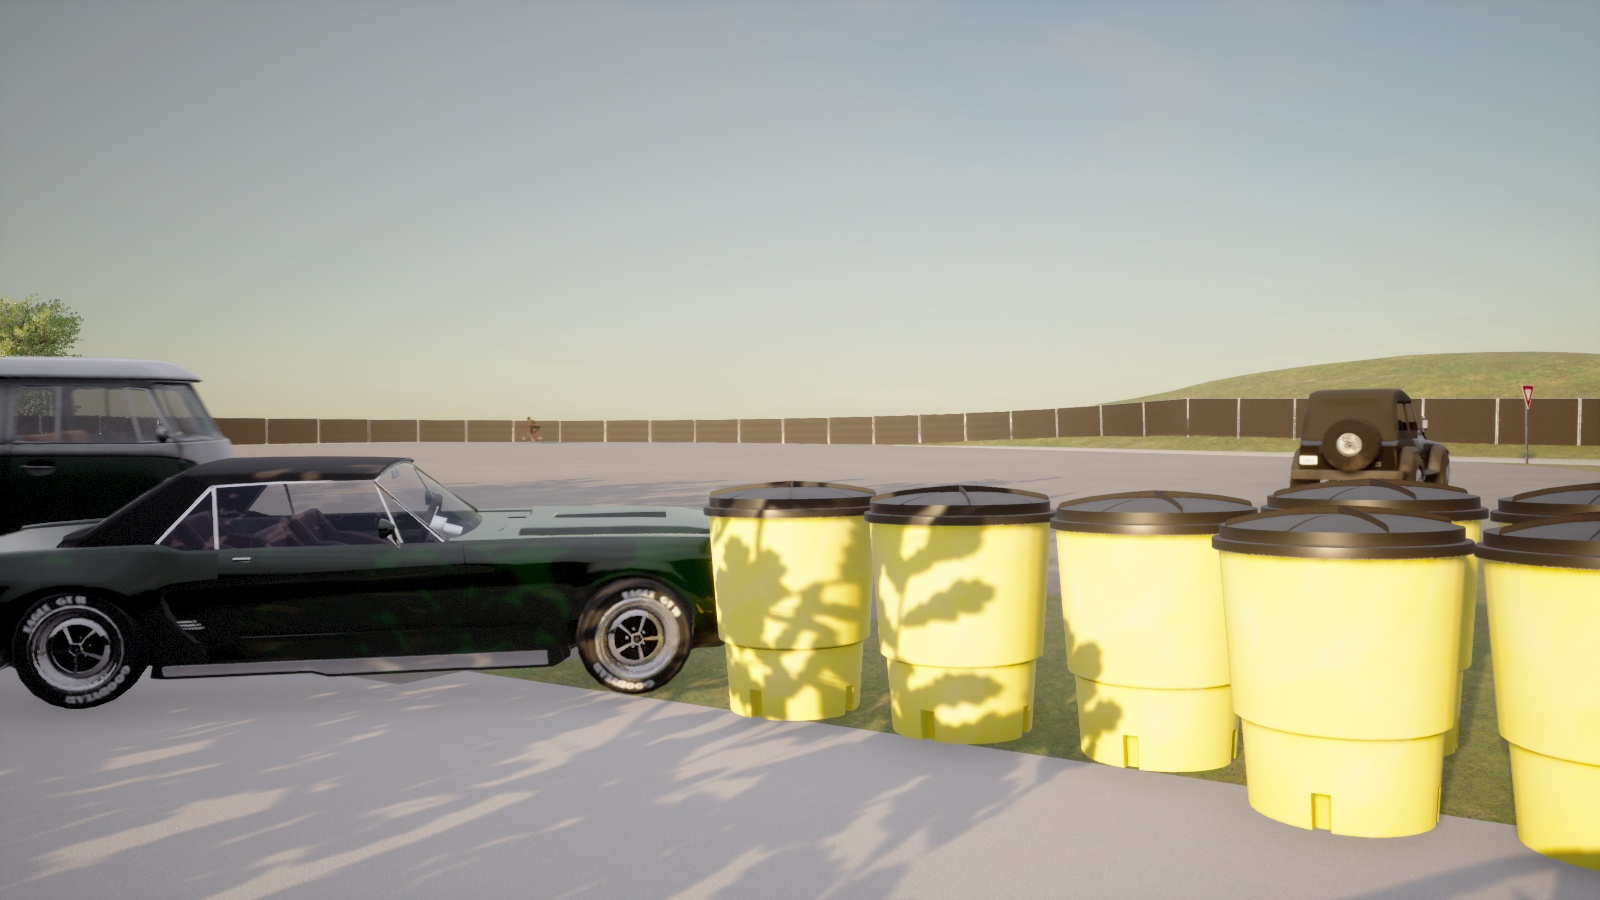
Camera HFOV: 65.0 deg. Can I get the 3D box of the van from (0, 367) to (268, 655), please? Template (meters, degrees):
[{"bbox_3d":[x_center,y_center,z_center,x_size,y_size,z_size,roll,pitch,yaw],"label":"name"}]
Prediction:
[{"bbox_3d":[-6.447,0.407,9.272,4.442,1.987,1.775,-1,3,-18],"label":"van"}]

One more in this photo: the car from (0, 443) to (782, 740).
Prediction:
[{"bbox_3d":[-2.593,0.737,7.646,4.718,1.301,1.895,-2,3,-9],"label":"car"}]

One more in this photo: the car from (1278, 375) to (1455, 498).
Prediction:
[{"bbox_3d":[9.667,-0.249,21.270,1.905,1.878,3.866,-1,1,37],"label":"car"}]
